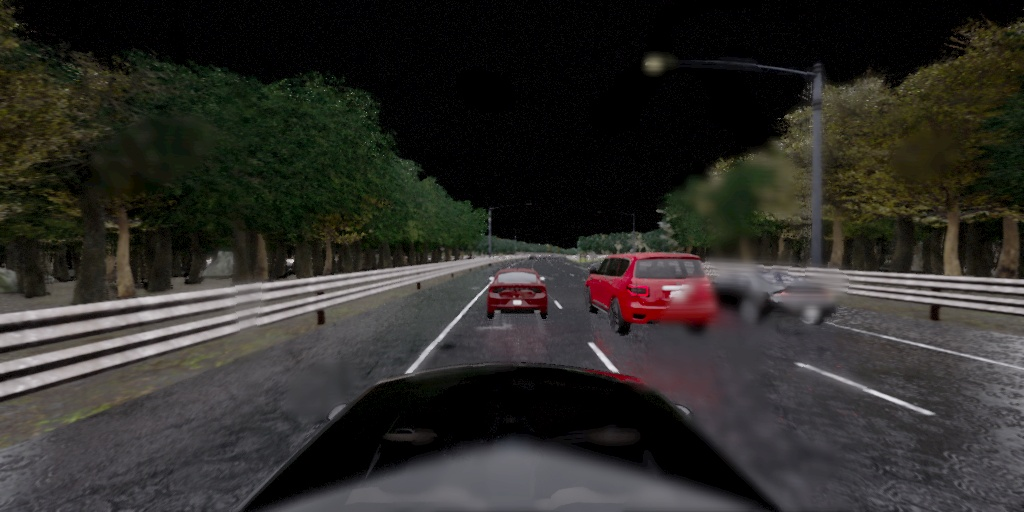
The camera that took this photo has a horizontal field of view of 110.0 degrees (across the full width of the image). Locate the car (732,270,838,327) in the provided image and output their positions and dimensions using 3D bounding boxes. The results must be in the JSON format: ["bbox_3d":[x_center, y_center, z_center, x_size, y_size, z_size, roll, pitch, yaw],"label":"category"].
[{"bbox_3d":[7.646,1.200,11.396,2.128,1.511,4.902,0,0,3],"label":"car"}]

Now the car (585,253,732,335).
[{"bbox_3d":[3.655,0.932,10.539,2.150,2.045,5.566,0,0,1],"label":"car"}]

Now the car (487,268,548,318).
[{"bbox_3d":[0.182,1.175,12.811,1.882,1.535,5.008,0,0,1],"label":"car"}]
